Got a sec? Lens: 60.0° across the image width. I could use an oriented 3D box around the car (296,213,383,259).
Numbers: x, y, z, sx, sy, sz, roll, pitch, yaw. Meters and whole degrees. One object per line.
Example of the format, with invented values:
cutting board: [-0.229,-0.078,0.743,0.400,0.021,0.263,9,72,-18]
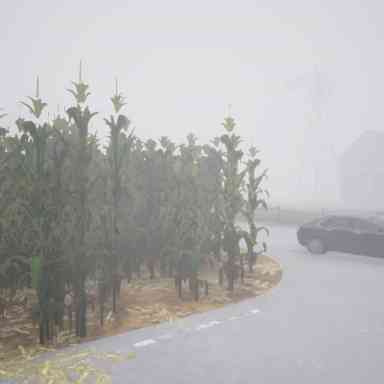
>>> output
car: [5.986,1.506,11.339,1.837,1.490,4.892,0,0,-40]
